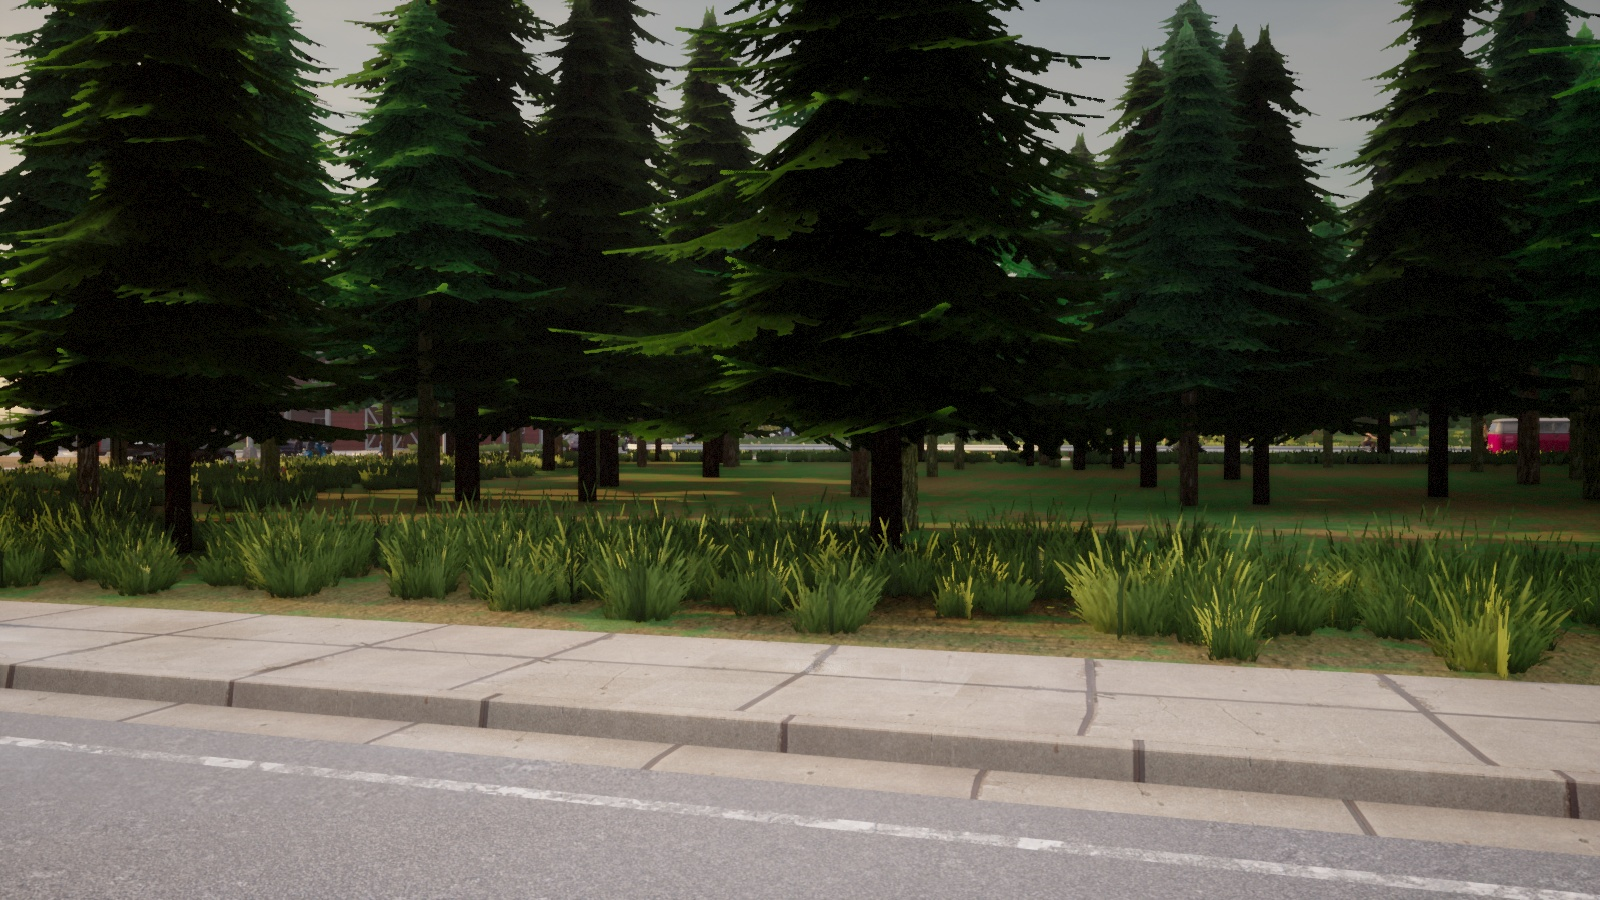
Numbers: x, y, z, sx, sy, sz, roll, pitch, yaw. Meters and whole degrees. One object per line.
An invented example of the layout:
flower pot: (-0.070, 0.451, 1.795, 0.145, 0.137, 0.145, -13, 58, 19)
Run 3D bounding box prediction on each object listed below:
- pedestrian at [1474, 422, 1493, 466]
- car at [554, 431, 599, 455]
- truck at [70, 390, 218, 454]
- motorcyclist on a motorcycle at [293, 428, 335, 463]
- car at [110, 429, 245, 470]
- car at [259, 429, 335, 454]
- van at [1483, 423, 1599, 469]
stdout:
pedestrian: (28.563, -0.245, 52.487, 0.634, 1.846, 0.331, 1, 1, 18)
car: (-14.354, -0.485, 80.471, 1.816, 1.474, 4.193, 0, 1, -25)
truck: (-40.800, -1.746, 78.091, 8.468, 3.827, 2.891, 0, 1, 16)
motorcyclist on a motorcycle: (-22.386, -0.204, 57.883, 0.866, 1.590, 1.817, 1, 1, 17)
car: (-24.790, -0.066, 50.212, 1.882, 1.535, 5.008, 1, 1, 17)
car: (-31.685, -0.548, 79.082, 4.193, 1.474, 1.816, 1, 1, 16)
van: (33.020, -0.189, 55.749, 4.442, 1.987, 1.775, 1, 1, 19)
